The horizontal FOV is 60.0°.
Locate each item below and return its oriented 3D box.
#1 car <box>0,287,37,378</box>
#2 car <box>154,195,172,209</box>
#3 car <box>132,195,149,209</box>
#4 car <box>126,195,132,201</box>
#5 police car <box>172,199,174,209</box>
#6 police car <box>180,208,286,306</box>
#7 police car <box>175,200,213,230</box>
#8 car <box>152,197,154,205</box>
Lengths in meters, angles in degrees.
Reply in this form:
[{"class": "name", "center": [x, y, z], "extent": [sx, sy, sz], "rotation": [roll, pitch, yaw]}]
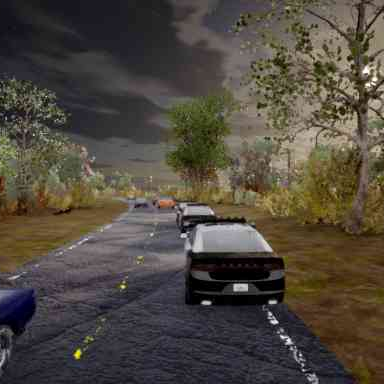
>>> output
[{"class": "car", "center": [-3.158, 1.601, 2.607], "extent": [1.895, 1.301, 4.718], "rotation": [0, 0, -1]}, {"class": "car", "center": [-3.680, 1.348, 45.664], "extent": [2.097, 1.767, 4.553], "rotation": [0, 0, -9]}, {"class": "car", "center": [-6.936, 1.474, 45.729], "extent": [1.882, 1.535, 5.008], "rotation": [0, 0, -9]}, {"class": "car", "center": [-15.063, 1.518, 82.238], "extent": [1.812, 1.442, 4.674], "rotation": [0, 0, -16]}, {"class": "police car", "center": [-0.218, 1.423, 24.349], "extent": [1.930, 1.638, 5.238], "rotation": [0, 0, -5]}, {"class": "police car", "center": [0.746, 1.425, 8.252], "extent": [1.930, 1.638, 5.238], "rotation": [0, 0, -2]}, {"class": "police car", "center": [0.244, 1.424, 18.319], "extent": [1.930, 1.638, 5.238], "rotation": [0, 0, -4]}, {"class": "car", "center": [-5.852, 1.346, 57.962], "extent": [2.097, 1.767, 4.553], "rotation": [0, 0, -12]}]
